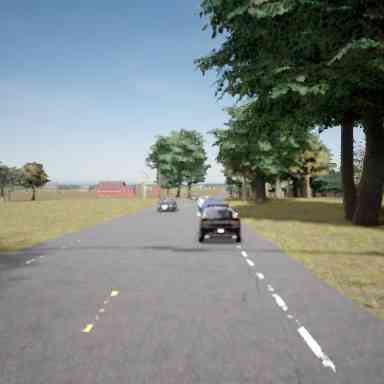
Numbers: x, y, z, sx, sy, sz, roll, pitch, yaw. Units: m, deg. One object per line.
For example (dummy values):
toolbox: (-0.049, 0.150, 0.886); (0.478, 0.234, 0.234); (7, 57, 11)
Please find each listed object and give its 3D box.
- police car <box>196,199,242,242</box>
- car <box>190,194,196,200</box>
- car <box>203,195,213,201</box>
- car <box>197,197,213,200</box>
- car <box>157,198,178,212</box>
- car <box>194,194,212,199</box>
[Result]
police car: (1.260, 1.382, 16.326); (1.930, 1.638, 5.238); (0, 0, 1)
car: (0.640, 1.118, 76.573); (2.128, 1.511, 4.902); (0, 0, 6)
car: (3.371, 1.218, 68.937); (1.895, 1.301, 4.718); (0, 0, 6)
car: (1.566, 1.399, 26.175); (1.882, 1.535, 5.008); (0, 0, 2)
car: (-2.622, 1.370, 35.941); (2.128, 1.511, 4.902); (0, 0, 3)
car: (1.781, 1.357, 49.566); (1.812, 1.442, 4.674); (0, 0, 4)
